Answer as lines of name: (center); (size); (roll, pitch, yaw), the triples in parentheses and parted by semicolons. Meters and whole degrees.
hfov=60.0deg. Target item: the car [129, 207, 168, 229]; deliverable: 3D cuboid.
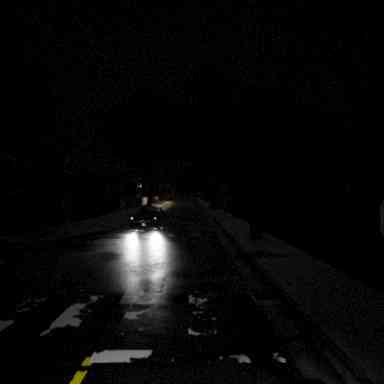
car: (-2.836, 1.691, 22.453); (1.895, 1.301, 4.718); (0, 0, 3)
